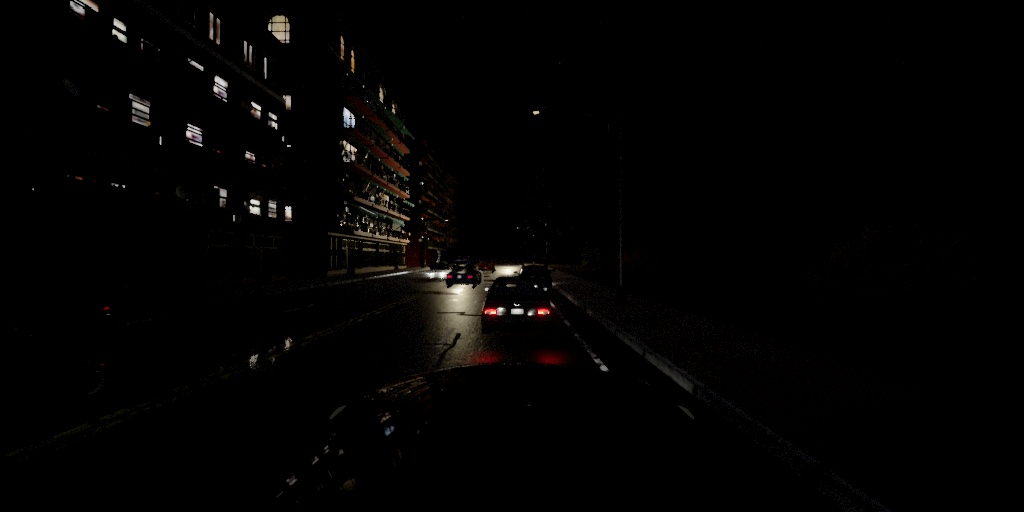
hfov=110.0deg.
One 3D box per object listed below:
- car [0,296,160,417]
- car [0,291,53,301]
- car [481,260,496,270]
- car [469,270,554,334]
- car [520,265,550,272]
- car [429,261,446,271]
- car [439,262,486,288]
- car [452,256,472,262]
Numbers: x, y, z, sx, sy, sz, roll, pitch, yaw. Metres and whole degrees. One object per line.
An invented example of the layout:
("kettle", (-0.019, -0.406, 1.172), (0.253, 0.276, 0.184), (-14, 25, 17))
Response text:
("car", (-6.598, 1.351, 3.490), (1.895, 1.301, 4.718), (0, 0, 0))
("car", (-9.841, 1.314, 6.216), (1.994, 1.385, 4.181), (0, 0, 0))
("car", (-3.056, 1.229, 43.987), (1.882, 1.535, 5.008), (0, -1, 0))
("car", (0.120, 1.299, 10.584), (2.033, 1.411, 5.357), (0, 0, 0))
("car", (1.177, 1.257, 20.272), (1.837, 1.490, 4.892), (0, 0, 0))
("car", (-9.746, 1.351, 48.271), (1.895, 1.301, 4.718), (0, 0, 0))
("car", (-3.109, 1.300, 23.803), (2.033, 1.411, 5.357), (0, 0, 0))
("car", (-6.498, 0.972, 47.117), (2.150, 2.045, 5.566), (0, 0, 0))
